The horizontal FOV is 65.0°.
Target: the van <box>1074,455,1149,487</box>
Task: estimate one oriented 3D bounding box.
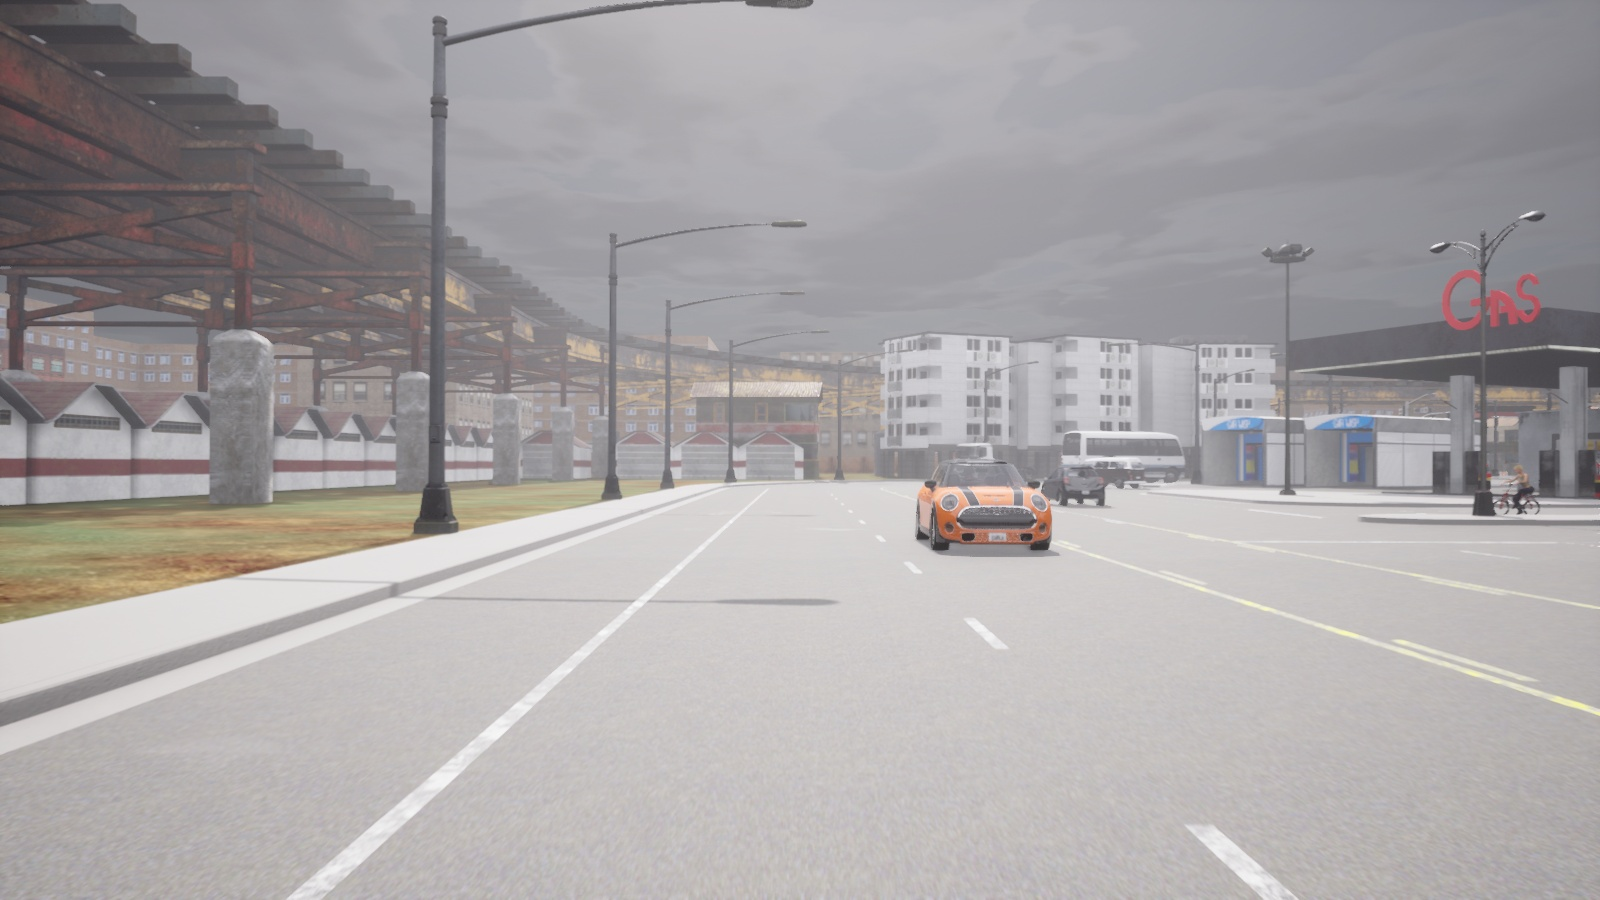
[{"bbox_3d":[20.390,1.327,82.365,2.069,2.038,4.480,0,0,-37],"label":"van"}]

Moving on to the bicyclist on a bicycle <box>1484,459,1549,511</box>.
[{"bbox_3d":[22.325,1.084,39.156,1.509,1.612,0.866,0,-1,-1],"label":"bicyclist on a bicycle"}]

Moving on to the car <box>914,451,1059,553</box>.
[{"bbox_3d":[3.445,0.926,24.081,2.097,1.767,4.553,0,-1,0],"label":"car"}]

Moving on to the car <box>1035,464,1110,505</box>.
[{"bbox_3d":[10.426,1.303,48.307,1.845,1.501,3.633,0,-1,-4],"label":"car"}]
